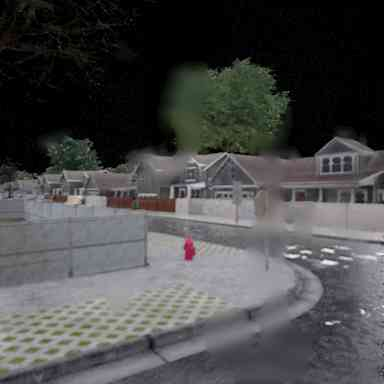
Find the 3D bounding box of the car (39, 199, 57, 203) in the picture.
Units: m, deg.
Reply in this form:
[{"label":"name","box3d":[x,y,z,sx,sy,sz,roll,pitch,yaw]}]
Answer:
[{"label":"car","box3d":[-19.992,1.663,45.952,2.033,1.411,5.357,1,0,-36]}]
